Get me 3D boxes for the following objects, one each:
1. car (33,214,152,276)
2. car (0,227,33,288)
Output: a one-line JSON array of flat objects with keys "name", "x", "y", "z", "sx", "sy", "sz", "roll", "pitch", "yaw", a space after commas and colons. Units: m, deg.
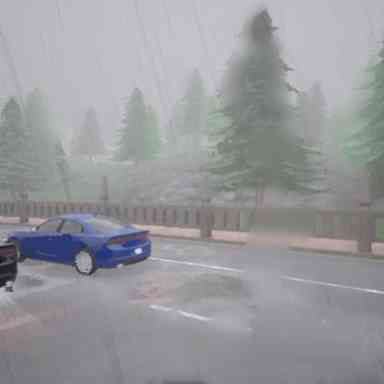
[{"name": "car", "x": -3.544, "y": 1.403, "z": 10.102, "sx": 5.008, "sy": 1.535, "sz": 1.882, "roll": 0, "pitch": 0, "yaw": 31}, {"name": "car", "x": -6.083, "y": 1.407, "z": 7.547, "sx": 5.008, "sy": 1.535, "sz": 1.882, "roll": 0, "pitch": 0, "yaw": 31}]
